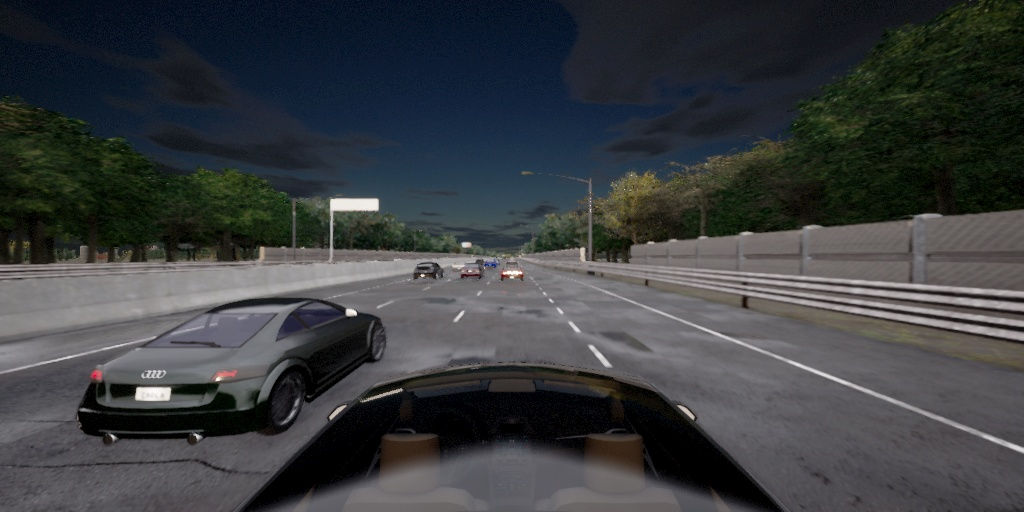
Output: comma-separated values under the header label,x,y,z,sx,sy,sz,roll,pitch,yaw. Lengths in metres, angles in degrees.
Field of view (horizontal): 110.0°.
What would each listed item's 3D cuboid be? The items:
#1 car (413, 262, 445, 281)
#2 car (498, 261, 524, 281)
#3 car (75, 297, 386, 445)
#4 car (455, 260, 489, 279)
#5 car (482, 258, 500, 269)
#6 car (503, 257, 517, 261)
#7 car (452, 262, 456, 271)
label,x,y,z,sx,sy,sz,roll,pitch,yaw
car,-6.991,1.276,30.537,1.837,1.490,4.892,0,0,0
car,0.008,1.370,30.478,1.895,1.301,4.718,0,0,0
car,-3.499,1.316,5.504,1.994,1.385,4.181,0,0,0
car,-3.491,1.318,32.493,2.033,1.411,5.357,0,0,0
car,-3.481,1.275,59.499,1.882,1.535,5.008,0,0,0
car,0.017,1.271,55.474,1.882,1.535,5.008,0,0,0
car,-6.985,1.388,49.518,1.895,1.301,4.718,0,0,0
